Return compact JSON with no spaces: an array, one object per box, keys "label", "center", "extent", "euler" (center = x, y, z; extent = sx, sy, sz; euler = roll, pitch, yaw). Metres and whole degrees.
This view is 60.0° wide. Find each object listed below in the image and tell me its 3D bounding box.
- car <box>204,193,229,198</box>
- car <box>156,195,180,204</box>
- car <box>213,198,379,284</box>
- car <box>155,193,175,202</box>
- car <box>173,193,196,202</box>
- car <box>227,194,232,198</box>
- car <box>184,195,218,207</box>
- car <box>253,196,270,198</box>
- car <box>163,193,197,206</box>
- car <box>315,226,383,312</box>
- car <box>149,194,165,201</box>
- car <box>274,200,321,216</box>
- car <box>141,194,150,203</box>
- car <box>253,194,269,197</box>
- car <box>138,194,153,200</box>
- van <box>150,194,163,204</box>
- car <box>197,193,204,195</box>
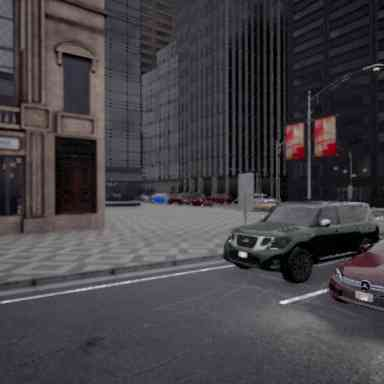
[{"label":"car","center":[4.968,1.218,58.715],"extent":[2.192,1.841,5.009],"euler":[0,0,-36]},{"label":"car","center":[-4.507,1.391,62.158],"extent":[2.033,1.411,5.357],"euler":[0,1,-36]},{"label":"car","center":[3.571,1.299,10.203],"extent":[5.566,2.045,2.150],"euler":[1,-1,-35]},{"label":"car","center":[-5.604,1.075,68.824],"extent":[2.097,1.767,4.553],"euler":[0,1,-36]},{"label":"car","center":[-1.601,1.113,67.846],"extent":[2.192,1.841,5.009],"euler":[0,0,-36]},{"label":"car","center":[8.251,1.519,54.150],"extent":[1.947,1.339,4.313],"euler":[0,0,-36]},{"label":"car","center":[1.330,1.525,49.172],"extent":[1.887,1.381,4.507],"euler":[0,0,-36]},{"label":"car","center":[8.000,1.602,39.903],"extent":[1.752,1.417,4.829],"euler":[0,0,-36]},{"label":"car","center":[-1.953,1.245,53.737],"extent":[2.192,1.841,5.009],"euler":[0,0,-36]},{"label":"car","center":[4.917,1.595,7.170],"extent":[4.674,1.442,1.812],"euler":[1,0,-35]},{"label":"car","center":[-8.174,1.268,76.977],"extent":[1.802,1.307,4.206],"euler":[0,0,-36]},{"label":"car","center":[11.186,1.665,35.475],"extent":[1.887,1.381,4.507],"euler":[0,0,-36]},{"label":"car","center":[-8.526,1.375,62.869],"extent":[2.008,1.369,4.403],"euler":[0,0,-36]},{"label":"car","center":[8.928,1.271,43.322],"extent":[2.150,2.045,5.566],"euler":[0,1,-36]},{"label":"car","center":[-11.459,1.174,81.542],"extent":[1.887,1.381,4.507],"euler":[0,0,-36]},{"label":"van","center":[-5.239,1.219,58.303],"extent":[1.690,1.788,3.998],"euler":[0,0,-36]},{"label":"car","center":[0.864,1.104,59.914],"extent":[2.150,2.045,5.566],"euler":[0,1,-38]}]
